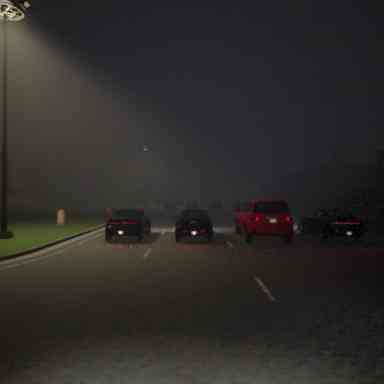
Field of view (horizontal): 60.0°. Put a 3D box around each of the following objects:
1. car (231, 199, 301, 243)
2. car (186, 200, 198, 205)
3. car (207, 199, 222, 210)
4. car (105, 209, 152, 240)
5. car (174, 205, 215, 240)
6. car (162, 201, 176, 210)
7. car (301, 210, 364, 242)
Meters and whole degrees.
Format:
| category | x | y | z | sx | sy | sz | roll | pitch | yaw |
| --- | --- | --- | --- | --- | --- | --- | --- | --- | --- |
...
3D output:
| category | x | y | z | sx | sy | sz | roll | pitch | yaw |
| --- | --- | --- | --- | --- | --- | --- | --- | --- | --- |
| car | 3.602 | 1.399 | 17.432 | 2.150 | 2.045 | 5.566 | 0 | -1 | 0 |
| car | 0.000 | 2.012 | 51.288 | 2.128 | 1.511 | 4.902 | 0 | -1 | 0 |
| car | 3.500 | 1.877 | 51.676 | 2.097 | 1.767 | 4.553 | 0 | -1 | 0 |
| car | -3.400 | 1.691 | 18.250 | 1.837 | 1.490 | 4.892 | 0 | -1 | 0 |
| car | 0.101 | 1.689 | 18.050 | 1.837 | 1.490 | 4.892 | 0 | -1 | 0 |
| car | -3.500 | 2.050 | 51.705 | 1.812 | 1.442 | 4.674 | 0 | -1 | 0 |
| car | 7.101 | 1.670 | 17.431 | 2.128 | 1.511 | 4.902 | 0 | -1 | 0 |
